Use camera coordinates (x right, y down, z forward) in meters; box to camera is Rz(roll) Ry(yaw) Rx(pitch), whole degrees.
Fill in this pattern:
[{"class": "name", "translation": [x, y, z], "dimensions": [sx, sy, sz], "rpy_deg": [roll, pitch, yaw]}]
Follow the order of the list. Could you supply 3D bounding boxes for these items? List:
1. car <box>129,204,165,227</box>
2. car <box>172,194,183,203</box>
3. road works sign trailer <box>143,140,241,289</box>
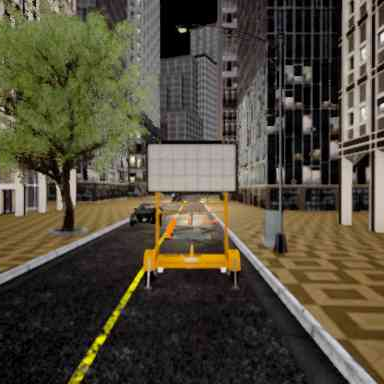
[{"class": "car", "translation": [-2.855, 1.459, 21.924], "dimensions": [1.994, 1.385, 4.181], "rpy_deg": [0, 0, 0]}, {"class": "car", "translation": [-2.795, 1.260, 63.793], "dimensions": [1.837, 1.490, 4.892], "rpy_deg": [0, 0, 1]}, {"class": "road works sign trailer", "translation": [-0.002, 0.419, 9.000], "dimensions": [2.380, 3.560, 2.880], "rpy_deg": [0, 0, 0]}]
